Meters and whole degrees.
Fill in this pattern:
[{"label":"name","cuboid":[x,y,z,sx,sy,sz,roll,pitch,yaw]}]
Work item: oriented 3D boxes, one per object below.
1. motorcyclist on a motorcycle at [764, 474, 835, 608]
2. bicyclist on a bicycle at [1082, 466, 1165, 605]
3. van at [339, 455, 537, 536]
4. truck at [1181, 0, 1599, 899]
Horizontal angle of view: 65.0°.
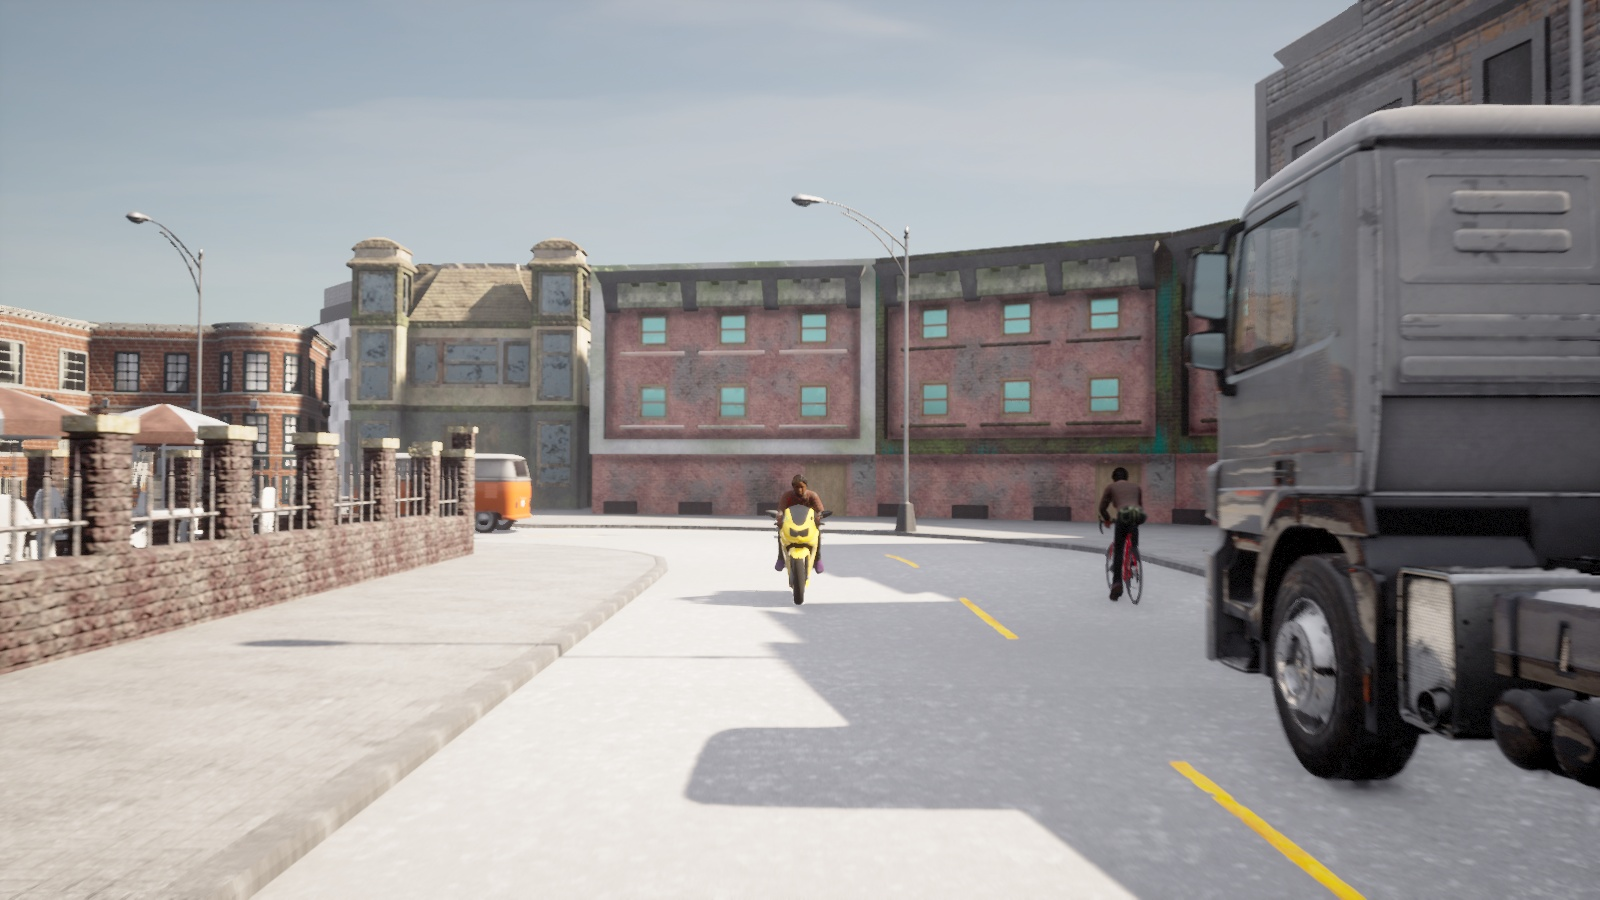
[{"label":"motorcyclist on a motorcycle","cuboid":[0.003,1.053,15.306,0.797,1.523,2.044,0,-1,1]},{"label":"bicyclist on a bicycle","cuboid":[3.962,1.011,15.503,0.582,1.620,1.656,0,-1,0]},{"label":"van","cuboid":[-9.066,1.134,31.670,4.442,1.987,1.775,0,-1,3]},{"label":"truck","cuboid":[3.985,-0.111,4.320,2.891,3.462,7.936,0,-1,0]}]
